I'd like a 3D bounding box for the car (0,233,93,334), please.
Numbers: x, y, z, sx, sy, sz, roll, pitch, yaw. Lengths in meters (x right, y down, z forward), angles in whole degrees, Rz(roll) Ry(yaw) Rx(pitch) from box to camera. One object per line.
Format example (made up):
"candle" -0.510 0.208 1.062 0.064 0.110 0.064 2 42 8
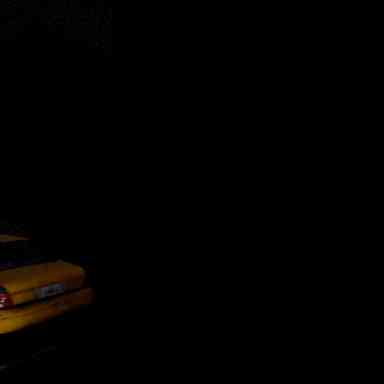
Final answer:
"car" -4.215 1.471 6.538 5.366 1.575 1.946 0 0 35
